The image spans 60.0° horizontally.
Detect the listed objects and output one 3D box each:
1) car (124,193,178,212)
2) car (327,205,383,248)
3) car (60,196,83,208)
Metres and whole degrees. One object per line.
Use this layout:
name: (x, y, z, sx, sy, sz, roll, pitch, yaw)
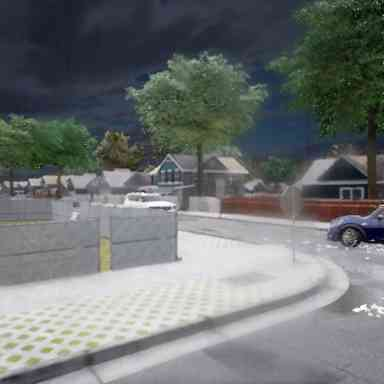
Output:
car: (-3.224, 1.087, 24.900, 2.150, 2.045, 5.566, 0, 0, -35)
car: (7.770, 1.269, 13.114, 4.553, 1.767, 2.097, 1, -1, 23)
car: (-15.471, 1.297, 42.500, 1.882, 1.535, 5.008, 0, 0, -34)
